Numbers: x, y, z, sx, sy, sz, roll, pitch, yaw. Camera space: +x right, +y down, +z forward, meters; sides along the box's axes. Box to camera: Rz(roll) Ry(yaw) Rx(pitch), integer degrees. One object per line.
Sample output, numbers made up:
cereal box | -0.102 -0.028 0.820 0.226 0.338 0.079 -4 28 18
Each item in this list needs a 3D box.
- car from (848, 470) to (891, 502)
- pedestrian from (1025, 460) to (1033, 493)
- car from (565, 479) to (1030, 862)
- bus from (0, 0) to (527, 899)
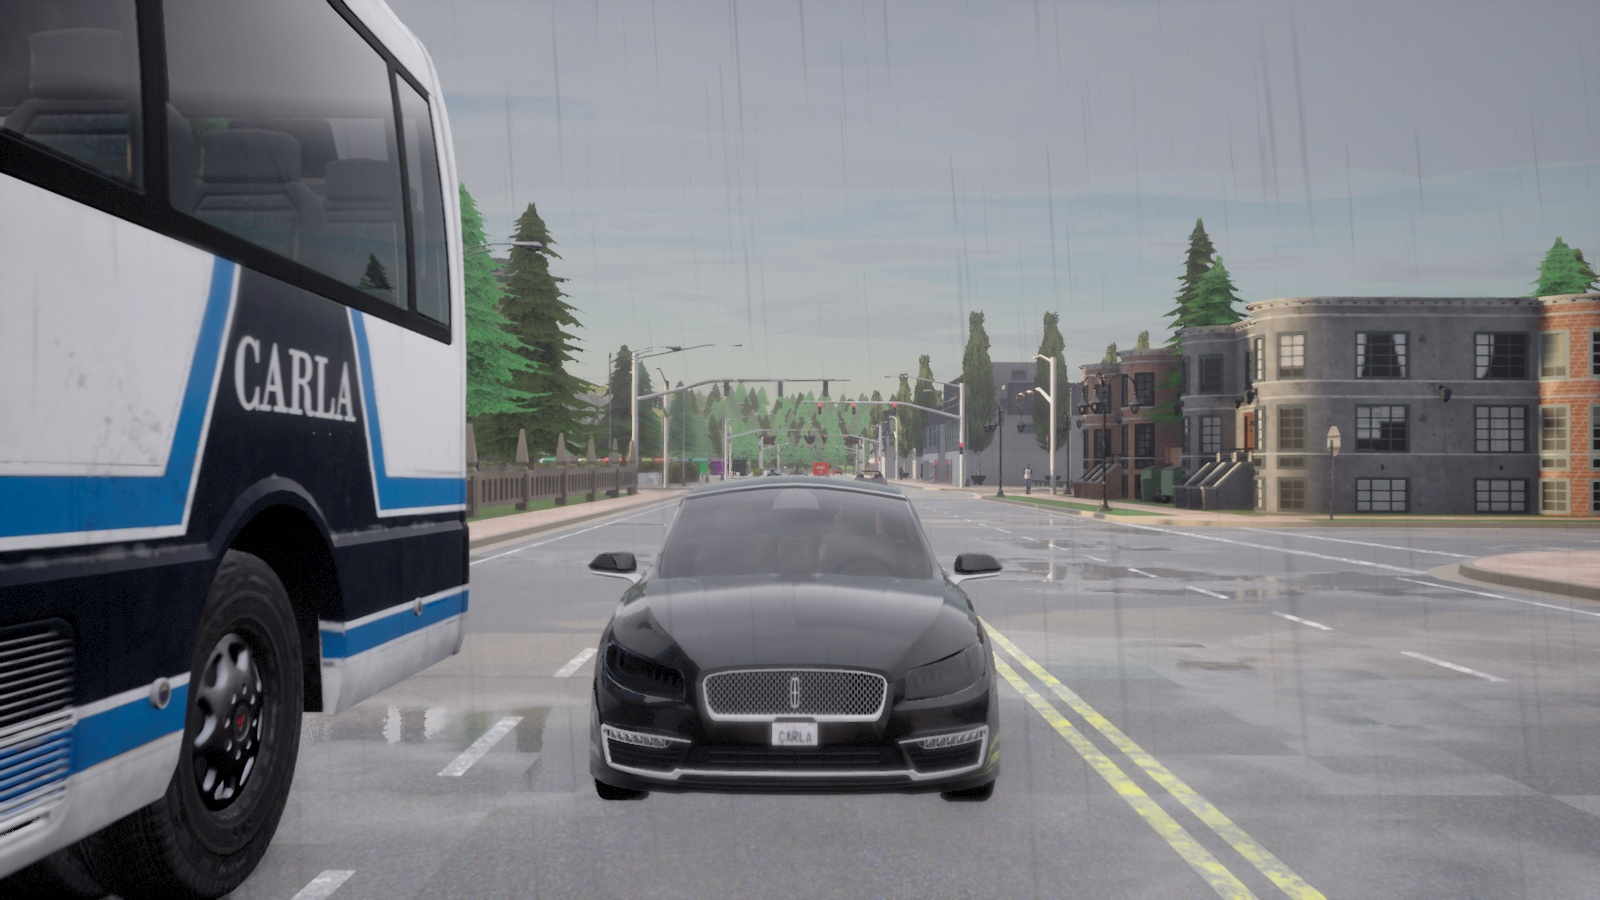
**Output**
car | 3.354 1.716 60.963 1.845 1.501 3.633 0 -1 0
pedestrian | 12.748 1.456 69.894 0.354 1.836 0.706 0 -1 2
car | -0.018 0.928 7.431 1.837 1.490 4.892 0 -1 0
bus | -3.510 -0.522 1.972 3.944 4.253 10.273 0 -1 0
